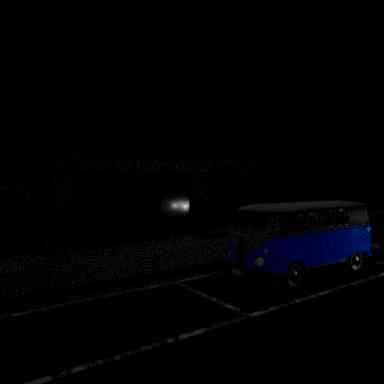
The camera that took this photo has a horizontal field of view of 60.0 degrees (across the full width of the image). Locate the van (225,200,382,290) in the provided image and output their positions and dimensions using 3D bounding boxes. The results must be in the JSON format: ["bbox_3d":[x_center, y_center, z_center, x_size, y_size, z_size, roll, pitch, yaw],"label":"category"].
[{"bbox_3d":[2.692,1.128,8.190,3.998,1.788,1.690,-2,1,-33],"label":"van"}]

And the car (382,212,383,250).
[{"bbox_3d":[7.302,1.201,11.200,4.313,1.339,1.947,-2,1,-33],"label":"car"}]
